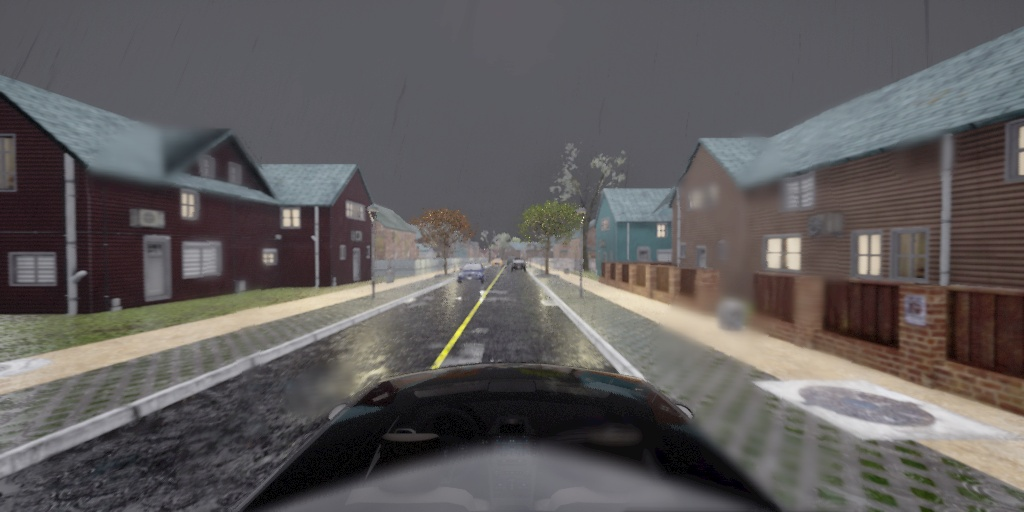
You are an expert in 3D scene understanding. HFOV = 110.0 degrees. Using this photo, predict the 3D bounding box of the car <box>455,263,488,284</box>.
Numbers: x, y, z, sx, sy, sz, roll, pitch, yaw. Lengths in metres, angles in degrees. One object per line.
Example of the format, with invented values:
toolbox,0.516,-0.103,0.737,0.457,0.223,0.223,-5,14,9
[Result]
car,-2.841,1.227,26.426,1.812,1.442,4.674,0,0,0

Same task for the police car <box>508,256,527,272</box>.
police car,0.834,1.117,45.678,1.930,1.638,5.238,0,0,0
